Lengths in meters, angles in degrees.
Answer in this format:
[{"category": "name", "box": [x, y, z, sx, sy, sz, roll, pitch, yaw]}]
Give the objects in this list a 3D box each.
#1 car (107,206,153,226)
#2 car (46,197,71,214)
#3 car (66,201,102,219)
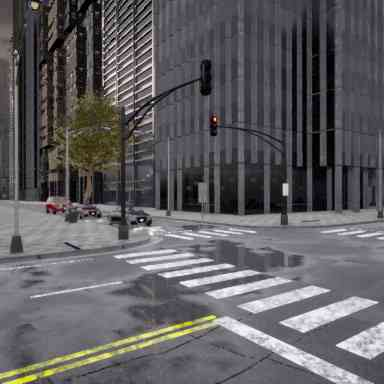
[{"category": "car", "box": [-4.518, 1.729, 23.938, 1.994, 1.385, 4.181, 0, 0, -35]}, {"category": "car", "box": [-16.140, 1.574, 40.305, 2.150, 2.045, 5.566, 0, 0, -35]}, {"category": "car", "box": [-10.239, 1.817, 31.974, 1.994, 1.385, 4.181, 0, 0, -36]}]
